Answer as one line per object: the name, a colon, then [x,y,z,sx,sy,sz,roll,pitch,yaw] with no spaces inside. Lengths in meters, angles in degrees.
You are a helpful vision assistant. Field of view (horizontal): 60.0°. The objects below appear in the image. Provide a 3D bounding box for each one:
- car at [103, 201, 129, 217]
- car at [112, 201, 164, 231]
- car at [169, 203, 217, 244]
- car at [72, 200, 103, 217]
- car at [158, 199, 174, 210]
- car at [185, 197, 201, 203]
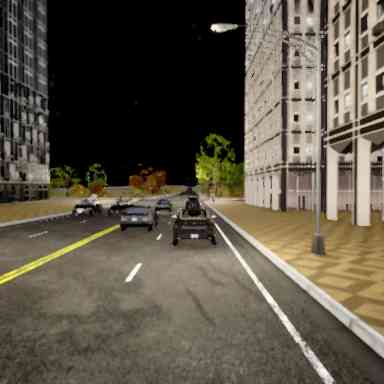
car: [-6.502,1.545,30.925,1.994,1.385,4.181,0,0,0]
car: [-3.143,1.535,20.597,2.033,1.411,5.357,0,0,0]
car: [0.104,1.496,15.615,1.837,1.490,4.892,0,0,0]
car: [-9.746,1.475,31.391,2.128,1.511,4.902,0,0,0]
car: [-3.149,1.521,37.679,2.033,1.411,5.357,0,0,0]
car: [0.110,1.470,43.208,1.837,1.490,4.892,0,0,0]
